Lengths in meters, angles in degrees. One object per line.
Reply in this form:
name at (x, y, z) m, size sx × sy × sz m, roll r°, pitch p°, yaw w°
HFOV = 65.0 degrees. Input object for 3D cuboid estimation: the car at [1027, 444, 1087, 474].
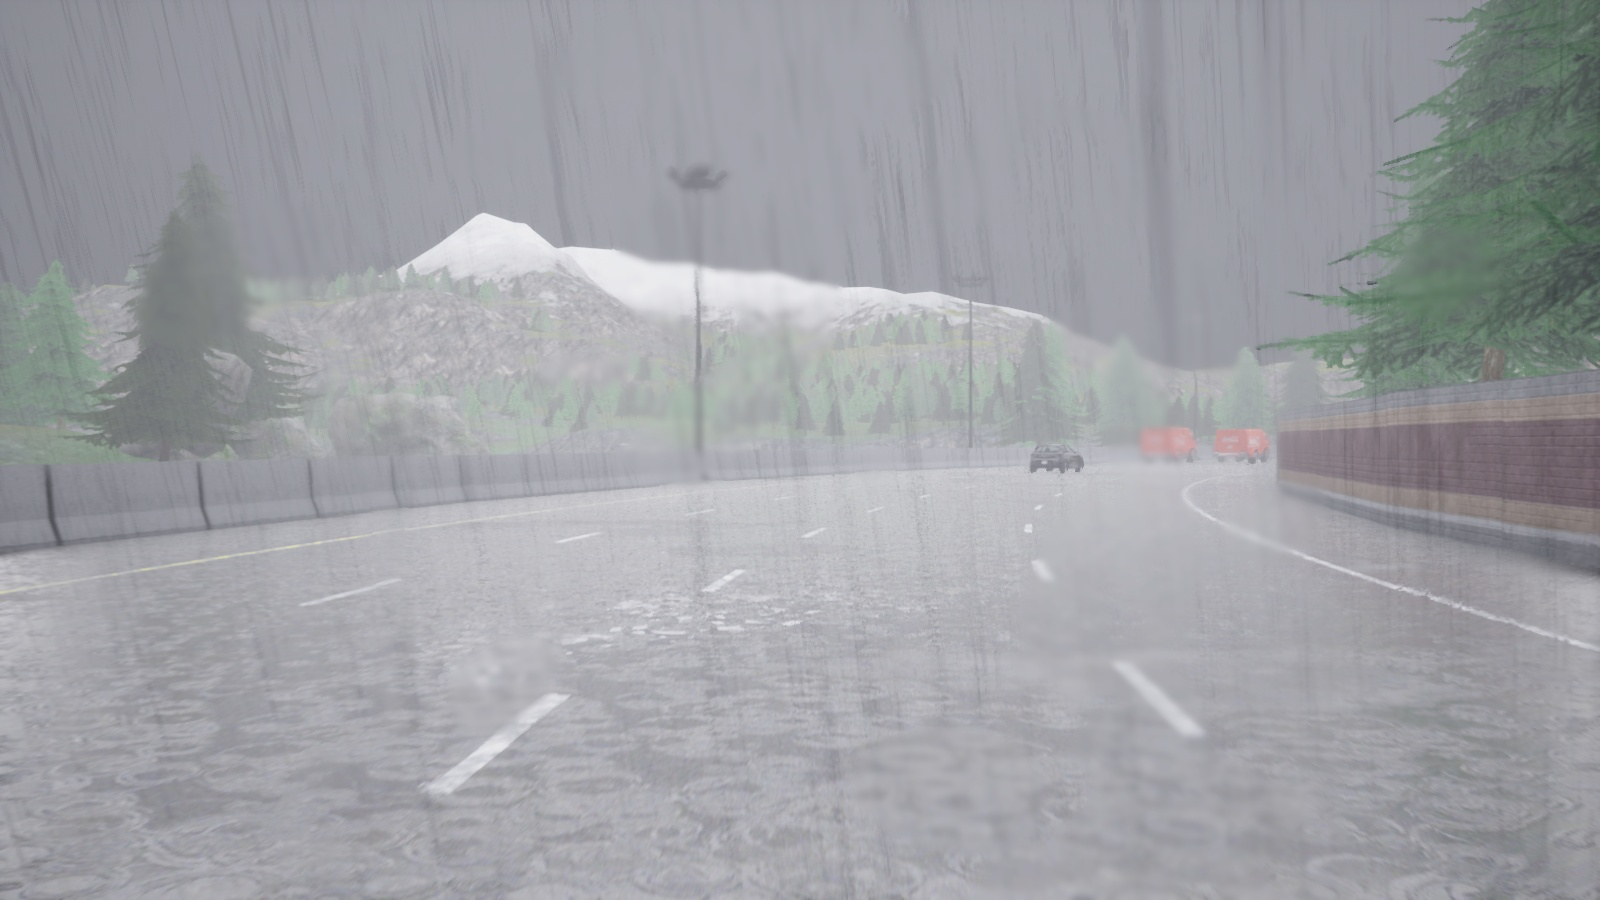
car at (12.912, 0.421, 62.900) m, size 1.816 × 1.474 × 4.193 m, roll 0°, pitch 0°, yaw 28°

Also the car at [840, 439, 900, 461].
car at (5.373, -0.011, 96.303) m, size 2.152 × 1.651 × 5.027 m, roll 0°, pitch 0°, yaw 38°

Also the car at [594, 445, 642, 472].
car at (-9.439, 0.422, 65.135) m, size 1.481 × 1.376 × 2.207 m, roll 0°, pitch 0°, yaw 25°

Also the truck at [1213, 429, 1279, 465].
truck at (32.042, -0.209, 90.125) m, size 2.627 × 2.467 × 5.204 m, roll 0°, pitch 0°, yaw 42°

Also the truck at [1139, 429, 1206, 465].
truck at (26.434, -0.210, 89.017) m, size 2.627 × 2.467 × 5.204 m, roll 0°, pitch 0°, yaw 40°
